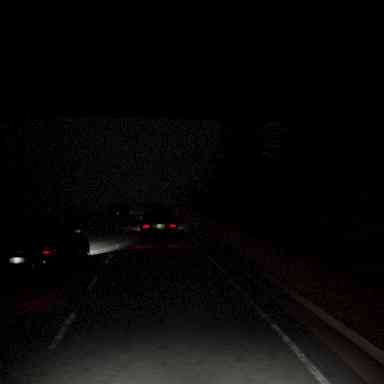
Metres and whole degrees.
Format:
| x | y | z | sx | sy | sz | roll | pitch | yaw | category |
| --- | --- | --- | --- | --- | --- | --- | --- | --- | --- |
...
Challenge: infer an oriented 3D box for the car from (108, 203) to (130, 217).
| x | y | z | sx | sy | sz | roll | pitch | yaw | category |
| --- | --- | --- | --- | --- | --- | --- | --- | --- | --- |
| -7.352 | 1.772 | 34.000 | 1.895 | 1.301 | 4.718 | 0 | 0 | -7 | car |

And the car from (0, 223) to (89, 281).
| x | y | z | sx | sy | sz | roll | pitch | yaw | category |
| --- | --- | --- | --- | --- | --- | --- | --- | --- | --- |
| -4.437 | 1.628 | 10.033 | 1.994 | 1.385 | 4.181 | 0 | 0 | -6 | car |

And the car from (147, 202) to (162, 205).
| x | y | z | sx | sy | sz | roll | pitch | yaw | category |
| --- | --- | --- | --- | --- | --- | --- | --- | --- | --- |
| -3.868 | 1.699 | 34.342 | 2.033 | 1.411 | 5.357 | 0 | 0 | -7 | car |

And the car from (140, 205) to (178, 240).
| x | y | z | sx | sy | sz | roll | pitch | yaw | category |
| --- | --- | --- | --- | --- | --- | --- | --- | --- | --- |
| -1.792 | 1.625 | 17.674 | 2.033 | 1.411 | 5.357 | 0 | 0 | -7 | car |
